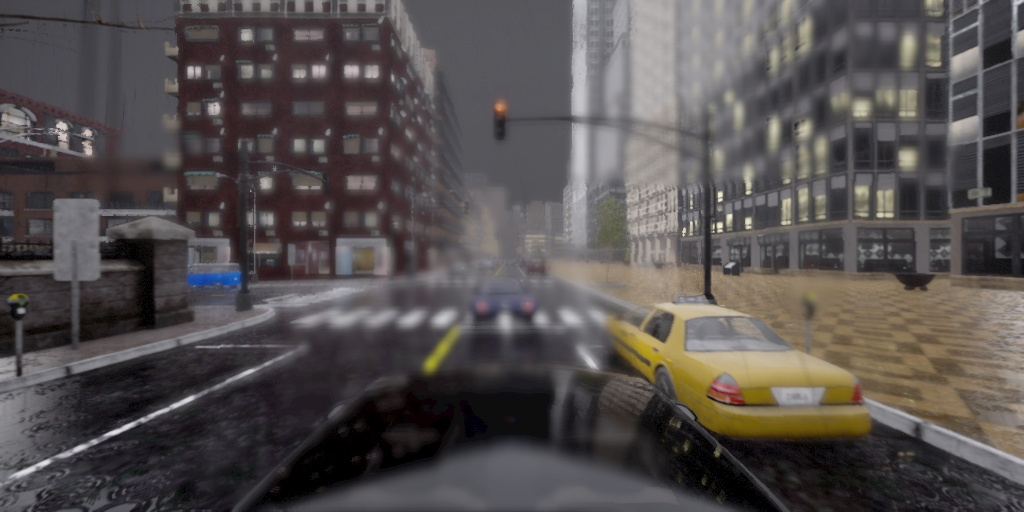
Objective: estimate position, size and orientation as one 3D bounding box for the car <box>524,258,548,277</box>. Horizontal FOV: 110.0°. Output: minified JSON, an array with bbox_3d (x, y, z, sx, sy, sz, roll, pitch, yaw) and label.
[{"bbox_3d":[2.688,1.178,37.912,2.192,1.841,5.009,0,0,0],"label":"car"}]

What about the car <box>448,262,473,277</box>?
[{"bbox_3d":[-5.692,1.414,37.911,2.007,1.370,4.403,0,0,0],"label":"car"}]

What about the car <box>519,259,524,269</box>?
[{"bbox_3d":[2.687,1.267,60.016,2.192,1.841,5.009,0,0,0],"label":"car"}]

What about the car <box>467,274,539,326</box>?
[{"bbox_3d":[-0.451,1.395,11.802,1.895,1.301,4.718,0,-1,-7],"label":"car"}]

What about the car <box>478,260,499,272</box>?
[{"bbox_3d":[-3.087,1.428,48.059,1.812,1.442,4.674,0,0,0],"label":"car"}]

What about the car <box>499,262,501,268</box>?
[{"bbox_3d":[-3.030,1.537,64.777,1.994,1.385,4.181,0,0,1],"label":"car"}]

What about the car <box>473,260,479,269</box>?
[{"bbox_3d":[-5.693,1.480,54.490,2.007,1.370,4.403,0,0,0],"label":"car"}]

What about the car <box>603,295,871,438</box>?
[{"bbox_3d":[2.689,1.286,5.669,1.751,1.417,4.829,0,0,0],"label":"car"}]

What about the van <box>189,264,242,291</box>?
[{"bbox_3d":[-20.768,1.458,24.670,3.998,1.789,1.690,0,0,-1],"label":"van"}]
